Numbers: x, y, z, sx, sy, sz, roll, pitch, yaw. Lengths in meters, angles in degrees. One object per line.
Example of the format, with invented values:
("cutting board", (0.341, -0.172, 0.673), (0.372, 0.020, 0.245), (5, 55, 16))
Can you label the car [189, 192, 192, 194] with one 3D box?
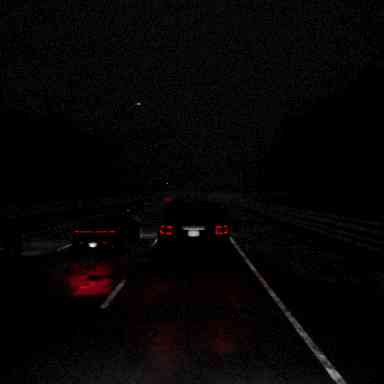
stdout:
("car", (-0.032, 1.095, 89.837), (2.150, 2.045, 5.566), (0, 0, 3))

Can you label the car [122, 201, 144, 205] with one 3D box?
("car", (-6.316, 1.597, 35.389), (1.895, 1.301, 4.718), (0, 0, 2))

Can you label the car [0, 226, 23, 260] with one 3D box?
("car", (-6.852, 1.351, 9.534), (2.097, 1.767, 4.553), (0, 0, 1))

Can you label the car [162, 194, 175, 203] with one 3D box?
("car", (-4.683, 1.271, 67.378), (2.097, 1.767, 4.553), (0, 0, 3))

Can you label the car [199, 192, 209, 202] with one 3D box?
("car", (2.682, 1.128, 75.378), (2.150, 2.045, 5.566), (0, 0, 3))

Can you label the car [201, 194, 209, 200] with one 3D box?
("car", (3.728, 1.410, 95.157), (2.033, 1.411, 5.357), (0, 0, 3))

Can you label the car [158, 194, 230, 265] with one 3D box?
("car", (0.081, 1.228, 11.804), (2.150, 2.045, 5.566), (0, 0, 1))

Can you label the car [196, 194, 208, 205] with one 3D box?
("car", (1.796, 1.304, 59.348), (2.097, 1.767, 4.553), (0, 0, 3))

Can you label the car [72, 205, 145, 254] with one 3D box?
("car", (-3.299, 1.509, 13.605), (1.837, 1.490, 4.892), (0, 0, 1))

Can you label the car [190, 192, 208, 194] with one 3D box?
("car", (1.173, 1.336, 47.518), (2.097, 1.767, 4.553), (0, 0, 3))
